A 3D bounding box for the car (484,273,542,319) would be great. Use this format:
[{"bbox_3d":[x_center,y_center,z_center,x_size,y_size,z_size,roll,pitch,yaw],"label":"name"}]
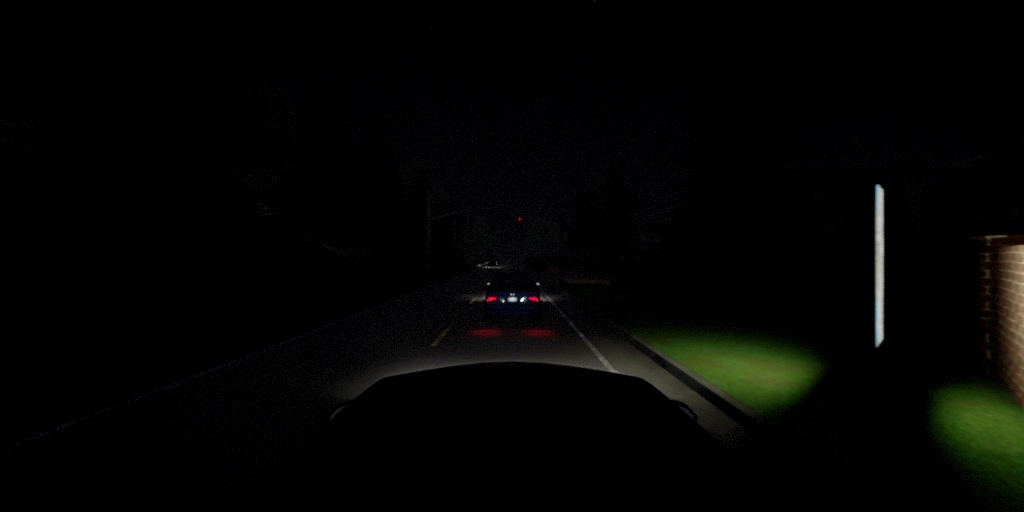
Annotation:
[{"bbox_3d":[0.039,1.297,12.844,2.033,1.411,5.357,0,0,1],"label":"car"}]
